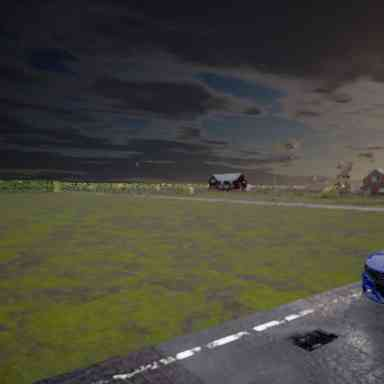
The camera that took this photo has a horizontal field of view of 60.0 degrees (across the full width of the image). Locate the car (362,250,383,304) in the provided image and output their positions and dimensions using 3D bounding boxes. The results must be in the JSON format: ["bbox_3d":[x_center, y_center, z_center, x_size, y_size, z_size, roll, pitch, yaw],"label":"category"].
[{"bbox_3d":[5.555,1.428,7.025,5.008,1.535,1.882,0,0,-35],"label":"car"}]
